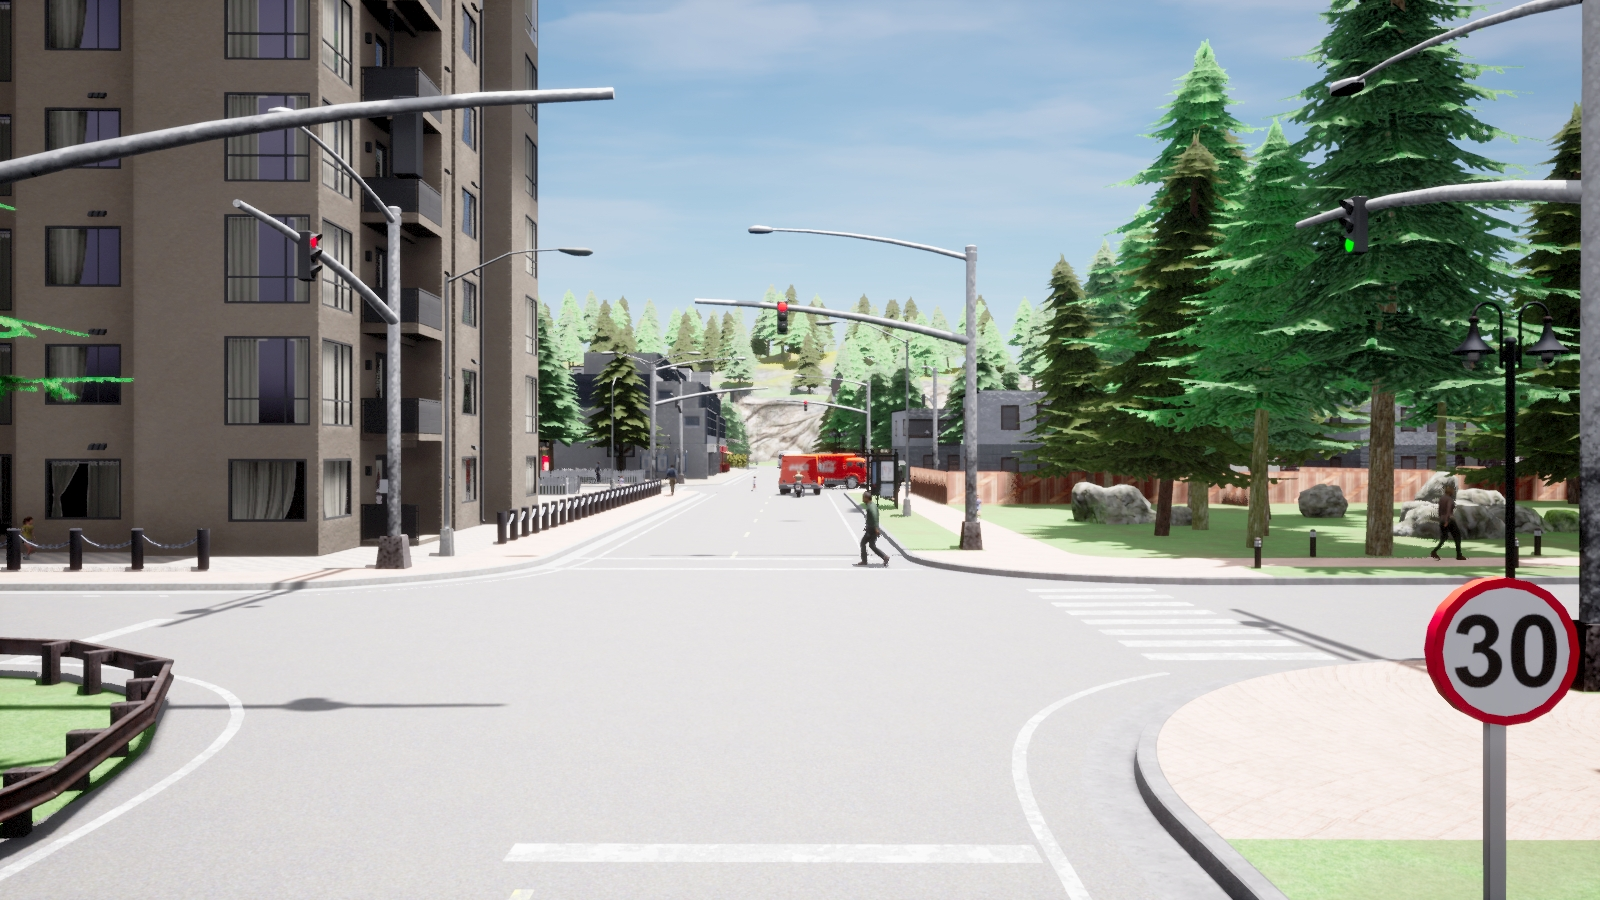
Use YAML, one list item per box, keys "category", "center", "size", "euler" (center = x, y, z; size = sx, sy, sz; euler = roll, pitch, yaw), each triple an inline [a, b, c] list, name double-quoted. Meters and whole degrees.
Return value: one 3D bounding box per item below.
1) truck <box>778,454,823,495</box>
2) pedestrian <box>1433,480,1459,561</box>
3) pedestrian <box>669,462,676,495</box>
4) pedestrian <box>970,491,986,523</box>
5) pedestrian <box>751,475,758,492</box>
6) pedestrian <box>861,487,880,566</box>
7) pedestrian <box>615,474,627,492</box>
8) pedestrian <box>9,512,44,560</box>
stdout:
- category: "truck"
  center: [0.071, 1.506, 71.518]
  size: [2.627, 2.467, 5.204]
  euler: [0, 0, 3]
- category: "pedestrian"
  center: [15.152, 1.647, 26.800]
  size: [0.375, 1.860, 0.375]
  euler: [0, 0, -7]
- category: "pedestrian"
  center: [-7.252, 1.638, 65.017]
  size: [0.375, 1.860, 0.375]
  euler: [0, 0, -3]
- category: "pedestrian"
  center: [6.367, 2.033, 40.914]
  size: [0.500, 1.100, 0.500]
  euler: [0, 0, -1]
- category: "pedestrian"
  center: [-2.987, 2.166, 74.890]
  size: [0.500, 1.100, 0.500]
  euler: [0, 0, -3]
- category: "pedestrian"
  center: [1.682, 1.812, 27.188]
  size: [0.375, 1.860, 0.375]
  euler: [0, 0, 15]
- category: "pedestrian"
  center: [-10.902, 2.026, 69.635]
  size: [0.500, 1.100, 0.500]
  euler: [0, 0, 30]
- category: "pedestrian"
  center: [-18.425, 2.040, 27.221]
  size: [0.500, 1.100, 0.500]
  euler: [0, 0, 2]
